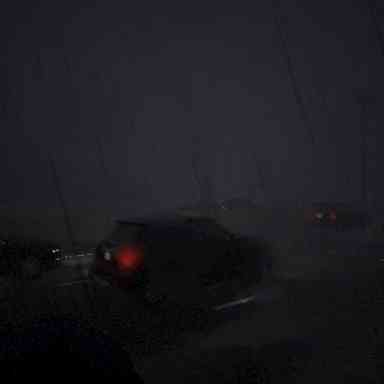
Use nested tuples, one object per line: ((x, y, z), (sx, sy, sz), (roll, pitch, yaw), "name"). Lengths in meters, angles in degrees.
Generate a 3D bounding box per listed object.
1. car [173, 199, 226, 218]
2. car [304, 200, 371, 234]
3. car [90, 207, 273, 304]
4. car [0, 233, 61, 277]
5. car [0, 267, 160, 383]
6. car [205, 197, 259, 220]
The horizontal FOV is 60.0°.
((0.759, 1.487, 31.426), (5.008, 1.535, 1.882), (0, 0, -39), "car")
((8.594, 1.340, 19.522), (4.553, 1.767, 2.097), (0, 0, -39), "car")
((-0.066, 1.356, 8.220), (4.553, 1.767, 2.097), (0, 0, -37), "car")
((-5.863, 1.521, 8.269), (4.892, 1.490, 1.837), (0, 0, -36), "car")
((-2.605, 1.608, 1.964), (4.718, 1.301, 1.895), (0, 0, -35), "car")
((3.547, 1.355, 29.183), (4.553, 1.767, 2.097), (0, 0, -39), "car")
